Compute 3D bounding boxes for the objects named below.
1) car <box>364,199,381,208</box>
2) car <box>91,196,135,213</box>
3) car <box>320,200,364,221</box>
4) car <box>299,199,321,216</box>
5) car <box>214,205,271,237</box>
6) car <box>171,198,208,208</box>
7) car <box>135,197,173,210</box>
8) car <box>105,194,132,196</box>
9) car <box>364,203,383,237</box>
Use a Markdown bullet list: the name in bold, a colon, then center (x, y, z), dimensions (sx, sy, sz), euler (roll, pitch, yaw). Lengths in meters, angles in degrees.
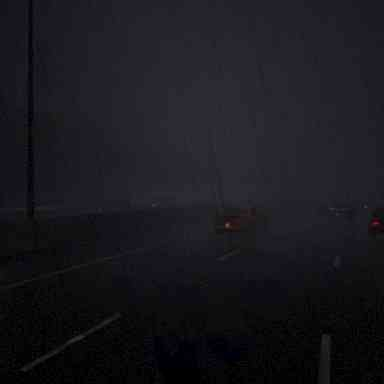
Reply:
- **car**: center (20.404, 1.499, 37.989), dimensions (1.812, 1.442, 4.674), euler (0, 0, 39)
- **car**: center (-7.812, 1.482, 34.948), dimensions (2.128, 1.511, 4.902), euler (0, 0, 32)
- **car**: center (12.278, 1.473, 27.001), dimensions (2.128, 1.511, 4.902), euler (0, 0, 34)
- **car**: center (12.096, 1.483, 32.903), dimensions (1.837, 1.490, 4.892), euler (0, 0, 35)
- **car**: center (2.908, 1.468, 18.274), dimensions (1.882, 1.535, 5.008), euler (0, 0, 28)
- **car**: center (0.211, 1.586, 34.515), dimensions (1.895, 1.301, 4.718), euler (0, 0, 34)
- **car**: center (-3.397, 1.339, 35.370), dimensions (2.097, 1.767, 4.553), euler (0, 0, 34)
- **car**: center (-9.207, 1.211, 39.321), dimensions (2.150, 2.045, 5.566), euler (0, 0, 33)
- **car**: center (10.377, 1.534, 17.418), dimensions (2.033, 1.411, 5.357), euler (0, 0, 30)
